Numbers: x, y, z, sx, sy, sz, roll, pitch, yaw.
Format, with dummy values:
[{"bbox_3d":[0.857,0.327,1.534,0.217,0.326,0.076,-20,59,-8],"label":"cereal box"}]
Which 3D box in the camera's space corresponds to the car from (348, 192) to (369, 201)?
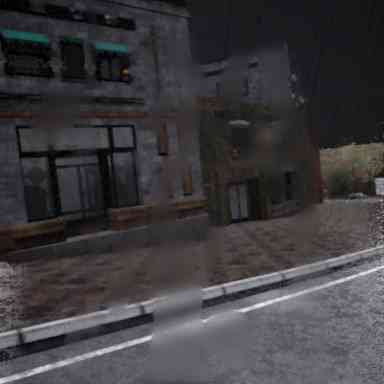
[{"bbox_3d":[31.565,0.859,63.377,1.837,1.490,4.892,-6,-1,-3],"label":"car"}]
